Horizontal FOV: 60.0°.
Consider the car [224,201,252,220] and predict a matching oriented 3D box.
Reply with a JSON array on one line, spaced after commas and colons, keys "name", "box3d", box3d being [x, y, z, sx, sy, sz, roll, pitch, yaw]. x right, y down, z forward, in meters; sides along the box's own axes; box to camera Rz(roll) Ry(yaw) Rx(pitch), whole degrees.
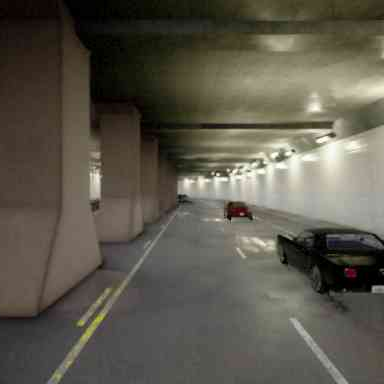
[{"name": "car", "box3d": [3.596, 1.419, 26.359, 1.812, 1.442, 4.674, 0, 0, 0]}]

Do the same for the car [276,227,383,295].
[{"name": "car", "box3d": [3.604, 1.565, 8.590, 1.895, 1.301, 4.718, 0, 0, 0]}]

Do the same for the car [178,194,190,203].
[{"name": "car", "box3d": [-1.303, 1.269, 63.785, 1.812, 1.442, 4.674, 0, 0, -3]}]

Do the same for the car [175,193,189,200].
[{"name": "car", "box3d": [-2.455, 1.134, 80.789, 2.128, 1.511, 4.902, 0, 0, -16]}]

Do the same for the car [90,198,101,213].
[{"name": "car", "box3d": [-10.581, 1.353, 34.834, 2.128, 1.511, 4.902, 0, 0, 0]}]
